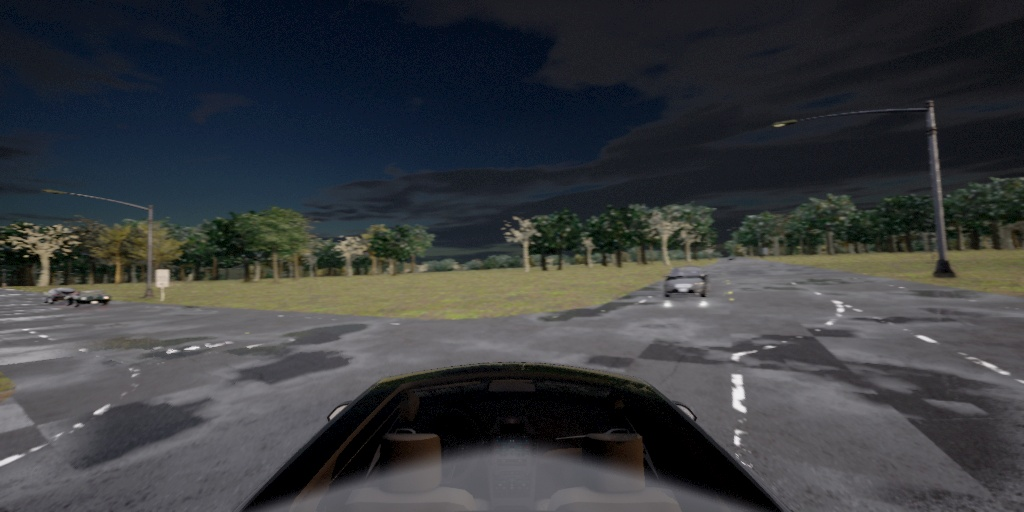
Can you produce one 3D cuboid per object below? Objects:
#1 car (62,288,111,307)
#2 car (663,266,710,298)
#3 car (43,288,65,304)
[{"bbox_3d":[-36.539,3.638,30.889,4.718,1.301,1.895,-3,-3,31],"label":"car"},{"bbox_3d":[9.026,1.277,18.495,2.128,1.511,4.902,-4,-2,30],"label":"car"},{"bbox_3d":[-45.427,3.983,36.196,4.892,1.490,1.837,-2,-3,31],"label":"car"}]
